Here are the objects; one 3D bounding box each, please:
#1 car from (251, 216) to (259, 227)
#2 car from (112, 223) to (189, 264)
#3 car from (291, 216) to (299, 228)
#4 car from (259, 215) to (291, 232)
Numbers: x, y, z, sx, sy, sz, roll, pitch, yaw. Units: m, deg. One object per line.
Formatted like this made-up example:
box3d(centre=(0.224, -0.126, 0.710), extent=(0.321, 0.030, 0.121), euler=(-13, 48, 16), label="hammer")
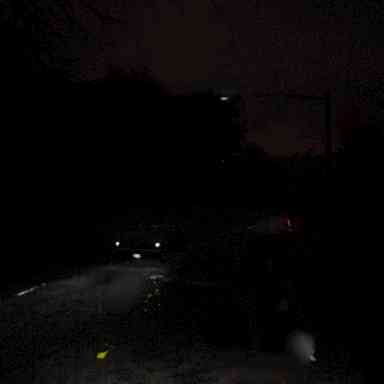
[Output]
box3d(centre=(8.894, 3.752, 42.085), extent=(1.994, 1.385, 4.181), euler=(-1, -4, 24), label="car")
box3d(centre=(-1.460, 1.961, 13.486), extent=(1.895, 1.301, 4.718), euler=(0, -3, 11), label="car")
box3d(centre=(12.146, 3.700, 41.652), extent=(1.837, 1.490, 4.892), euler=(-1, -4, 24), label="car")
box3d(centre=(8.031, 3.098, 31.979), extent=(1.994, 1.385, 4.181), euler=(-1, -4, 22), label="car")
